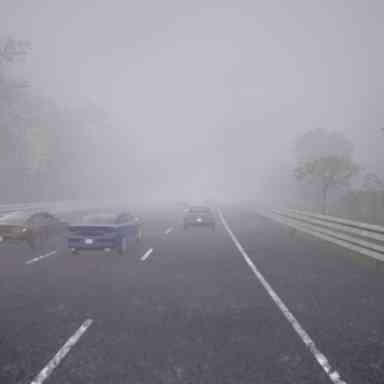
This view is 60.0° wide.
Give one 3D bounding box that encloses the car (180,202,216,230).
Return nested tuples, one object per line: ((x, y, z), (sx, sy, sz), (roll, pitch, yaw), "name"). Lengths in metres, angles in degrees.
((0.506, 1.569, 21.080), (1.994, 1.385, 4.181), (0, 0, 2), "car")

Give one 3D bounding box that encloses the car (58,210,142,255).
((-3.296, 1.465, 13.374), (1.882, 1.535, 5.008), (0, 0, 2), "car")

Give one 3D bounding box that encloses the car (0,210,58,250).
((-6.767, 1.498, 14.111), (1.812, 1.442, 4.674), (0, 0, 2), "car")

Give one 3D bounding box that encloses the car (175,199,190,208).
((-1.327, 1.612, 48.983), (1.895, 1.301, 4.718), (0, 0, 5), "car")

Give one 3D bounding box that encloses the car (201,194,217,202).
((3.103, 1.565, 59.231), (1.812, 1.442, 4.674), (0, 0, 5), "car")
